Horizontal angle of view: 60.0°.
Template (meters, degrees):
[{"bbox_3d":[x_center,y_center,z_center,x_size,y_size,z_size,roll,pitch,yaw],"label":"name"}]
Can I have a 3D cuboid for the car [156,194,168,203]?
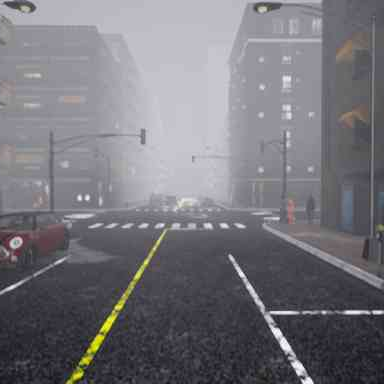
[{"bbox_3d":[-5.687,1.227,63.609,1.752,1.417,4.829,-1,0,0],"label":"car"}]

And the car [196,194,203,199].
[{"bbox_3d":[2.036,1.147,91.465,1.802,1.307,4.206,-1,0,0],"label":"car"}]

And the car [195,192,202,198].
[{"bbox_3d":[2.130,1.192,74.847,1.887,1.381,4.507,-1,0,0],"label":"car"}]

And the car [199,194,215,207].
[{"bbox_3d":[2.288,1.362,47.152,1.802,1.307,4.206,-1,0,0],"label":"car"}]

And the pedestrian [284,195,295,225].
[{"bbox_3d":[5.896,1.053,19.914,0.375,1.860,0.375,-1,1,0],"label":"pedestrian"}]

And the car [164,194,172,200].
[{"bbox_3d":[-5.782,1.203,80.391,1.802,1.307,4.206,-1,0,0],"label":"car"}]

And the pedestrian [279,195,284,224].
[{"bbox_3d":[5.675,1.053,20.450,0.375,1.860,0.375,-1,1,0],"label":"pedestrian"}]

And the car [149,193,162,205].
[{"bbox_3d":[-5.628,1.069,52.705,2.192,1.841,5.009,-1,0,0],"label":"car"}]

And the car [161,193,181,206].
[{"bbox_3d":[-3.115,1.270,50.029,1.837,1.490,4.892,0,1,0],"label":"car"}]

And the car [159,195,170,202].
[{"bbox_3d":[-5.719,1.256,69.317,1.802,1.307,4.206,-1,0,0],"label":"car"}]

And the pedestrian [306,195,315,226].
[{"bbox_3d":[6.883,1.056,19.257,0.375,1.860,0.375,-1,1,0],"label":"pedestrian"}]

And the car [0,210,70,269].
[{"bbox_3d":[-5.517,1.390,10.728,1.967,1.590,4.097,-1,0,0],"label":"car"}]

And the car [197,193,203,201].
[{"bbox_3d":[2.256,1.304,52.691,2.008,1.369,4.403,-1,0,0],"label":"car"}]
